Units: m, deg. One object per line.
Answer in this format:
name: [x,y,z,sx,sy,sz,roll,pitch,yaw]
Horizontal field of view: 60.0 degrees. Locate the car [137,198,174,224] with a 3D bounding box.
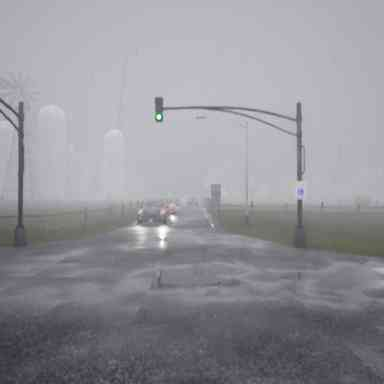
car: [-2.830,1.413,25.483,2.097,1.767,4.553,0,0,1]

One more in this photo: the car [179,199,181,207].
car: [-2.693,1.663,52.720,2.033,1.411,5.357,0,0,1]

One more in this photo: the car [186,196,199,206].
car: [0.111,1.609,56.834,2.128,1.511,4.902,0,0,0]

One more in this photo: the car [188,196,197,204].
car: [0.137,1.648,67.255,1.837,1.490,4.892,0,0,0]

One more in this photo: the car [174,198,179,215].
car: [-2.781,1.431,35.059,2.097,1.767,4.553,0,0,0]
